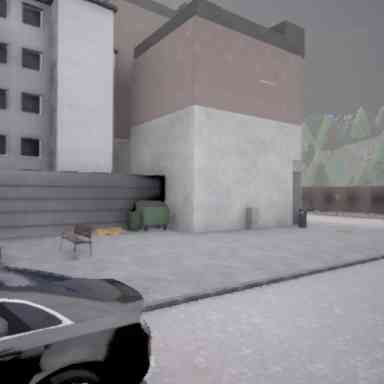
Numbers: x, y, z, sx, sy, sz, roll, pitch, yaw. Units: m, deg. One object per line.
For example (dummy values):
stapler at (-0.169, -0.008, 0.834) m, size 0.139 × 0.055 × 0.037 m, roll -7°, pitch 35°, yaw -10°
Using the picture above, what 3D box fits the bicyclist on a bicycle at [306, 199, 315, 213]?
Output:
bicyclist on a bicycle at (13.980, 1.651, 39.282) m, size 1.656 × 1.620 × 0.582 m, roll 0°, pitch 0°, yaw -36°

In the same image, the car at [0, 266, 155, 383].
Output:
car at (-2.676, 1.485, 2.688) m, size 4.902 × 1.511 × 2.128 m, roll 1°, pitch 0°, yaw -35°
